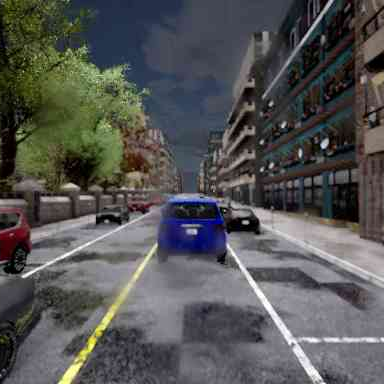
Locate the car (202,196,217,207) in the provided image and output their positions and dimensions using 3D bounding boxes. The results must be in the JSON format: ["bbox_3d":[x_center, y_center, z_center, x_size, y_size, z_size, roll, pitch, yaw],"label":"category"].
[{"bbox_3d":[2.700,1.462,52.008,1.967,1.590,4.097,1,0,0],"label":"car"}]

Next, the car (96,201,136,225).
[{"bbox_3d":[-5.679,1.576,24.390,1.947,1.339,4.313,1,0,0],"label":"car"}]

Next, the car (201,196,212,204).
[{"bbox_3d":[2.697,1.553,63.224,1.752,1.417,4.829,1,0,0],"label":"car"}]

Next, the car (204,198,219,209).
[{"bbox_3d":[2.699,1.545,46.654,1.752,1.417,4.829,1,0,0],"label":"car"}]

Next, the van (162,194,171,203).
[{"bbox_3d":[-5.689,1.375,74.101,1.690,1.788,3.998,1,0,0],"label":"van"}]

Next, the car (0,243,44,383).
[{"bbox_3d":[-3.102,1.548,2.575,2.033,1.411,5.357,0,0,0],"label":"car"}]

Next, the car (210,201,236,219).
[{"bbox_3d":[2.700,1.579,29.915,1.947,1.339,4.313,1,0,0],"label":"car"}]

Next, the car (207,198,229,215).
[{"bbox_3d":[2.702,1.455,35.438,1.967,1.590,4.097,1,0,0],"label":"car"}]

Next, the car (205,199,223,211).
[{"bbox_3d":[2.699,1.562,40.960,1.887,1.381,4.507,1,0,0],"label":"car"}]

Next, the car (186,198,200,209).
[{"bbox_3d":[0.098,1.545,46.172,1.812,1.442,4.674,0,0,0],"label":"car"}]

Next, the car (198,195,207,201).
[{"bbox_3d":[2.666,1.479,85.148,1.967,1.590,4.097,1,0,0],"label":"car"}]

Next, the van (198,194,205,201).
[{"bbox_3d":[2.665,1.383,90.671,1.690,1.788,3.998,1,0,0],"label":"van"}]

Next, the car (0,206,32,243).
[{"bbox_3d":[-5.673,1.319,7.820,2.192,1.841,5.009,1,0,0],"label":"car"}]

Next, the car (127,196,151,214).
[{"bbox_3d":[-5.676,1.330,35.437,2.192,1.841,5.009,1,0,0],"label":"car"}]

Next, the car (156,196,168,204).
[{"bbox_3d":[-5.683,1.572,63.054,1.887,1.381,4.507,1,0,0],"label":"car"}]

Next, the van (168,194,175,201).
[{"bbox_3d":[-5.648,1.383,90.672,1.690,1.788,3.998,1,0,0],"label":"van"}]

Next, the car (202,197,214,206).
[{"bbox_3d":[2.697,1.607,57.531,1.802,1.307,4.206,1,0,0],"label":"car"}]

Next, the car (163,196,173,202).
[{"bbox_3d":[-5.668,1.602,79.624,1.947,1.339,4.313,1,0,0],"label":"car"}]

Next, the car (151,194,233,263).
[{"bbox_3d":[0.005,1.227,12.147,2.150,2.045,5.566,0,0,0],"label":"car"}]

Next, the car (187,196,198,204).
[{"bbox_3d":[0.095,1.506,64.699,1.882,1.535,5.008,0,0,0],"label":"car"}]

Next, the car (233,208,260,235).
[{"bbox_3d":[2.701,1.574,18.866,1.947,1.339,4.313,1,0,0],"label":"car"}]
